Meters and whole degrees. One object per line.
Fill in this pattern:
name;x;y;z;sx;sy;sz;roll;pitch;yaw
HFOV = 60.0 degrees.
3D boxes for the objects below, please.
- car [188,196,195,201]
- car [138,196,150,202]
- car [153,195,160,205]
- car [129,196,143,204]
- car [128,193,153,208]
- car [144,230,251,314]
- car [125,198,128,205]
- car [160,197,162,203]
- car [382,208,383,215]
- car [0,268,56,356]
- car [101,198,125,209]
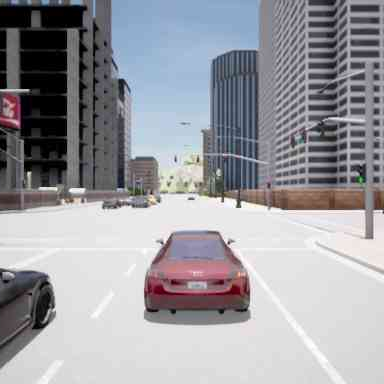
car;-0.148;1.553;84.260;1.895;1.301;4.718;0;0;0
car;-10.629;1.515;73.577;1.994;1.385;4.181;0;0;0
car;-7.129;1.449;56.373;1.882;1.535;5.008;0;0;0
car;-10.615;1.532;63.593;1.994;1.385;4.181;0;0;0
car;-7.166;1.328;47.037;2.097;1.767;4.553;0;0;0
car;0.088;1.560;7.680;1.994;1.385;4.181;0;0;0
car;-10.645;1.574;53.601;1.895;1.301;4.718;0;0;0
car;-7.117;1.471;66.571;1.837;1.490;4.892;0;0;0
car;18.502;1.587;27.603;4.718;1.301;1.895;0;0;0
car;-3.414;1.562;4.263;1.994;1.385;4.181;0;0;0
car;-10.669;1.503;44.493;1.812;1.442;4.674;0;0;0
